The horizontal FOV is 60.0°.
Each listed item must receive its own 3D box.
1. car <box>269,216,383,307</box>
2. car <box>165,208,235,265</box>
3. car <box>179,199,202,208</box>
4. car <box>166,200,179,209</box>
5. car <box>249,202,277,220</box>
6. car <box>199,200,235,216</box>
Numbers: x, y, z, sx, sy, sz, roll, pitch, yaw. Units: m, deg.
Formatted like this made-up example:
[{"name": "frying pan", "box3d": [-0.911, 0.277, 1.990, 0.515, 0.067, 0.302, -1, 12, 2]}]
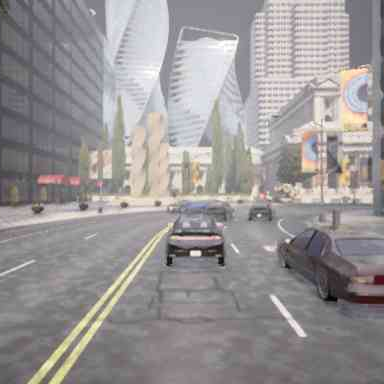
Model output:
[{"name": "car", "box3d": [3.600, 1.573, 8.254, 2.033, 1.411, 5.357, 0, 0, 0]}, {"name": "car", "box3d": [0.117, 1.529, 11.806, 2.128, 1.511, 4.902, 0, 0, 0]}, {"name": "car", "box3d": [0.933, 1.584, 34.290, 1.882, 1.535, 5.008, 0, 0, 28]}, {"name": "car", "box3d": [-1.042, 1.610, 37.906, 2.128, 1.511, 4.902, 0, 0, 30]}, {"name": "car", "box3d": [6.099, 1.593, 28.386, 1.837, 1.490, 4.892, -1, 0, 20]}, {"name": "car", "box3d": [2.427, 1.594, 28.440, 1.837, 1.490, 4.892, -1, 0, 18]}]
